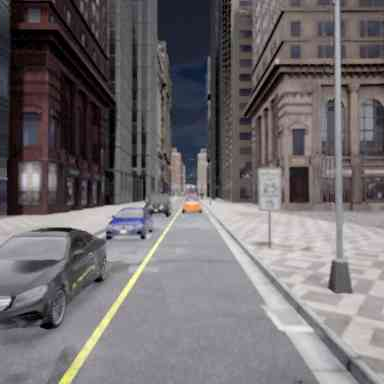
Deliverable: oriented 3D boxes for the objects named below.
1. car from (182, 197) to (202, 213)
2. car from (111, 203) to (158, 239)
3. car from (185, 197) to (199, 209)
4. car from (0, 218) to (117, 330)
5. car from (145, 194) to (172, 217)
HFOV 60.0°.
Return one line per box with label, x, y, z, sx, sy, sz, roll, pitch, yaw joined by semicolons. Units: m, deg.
car;0.004;1.368;36.832;2.097;1.767;4.553;0;0;0
car;-3.090;1.529;17.301;1.812;1.442;4.674;0;0;0
car;0.011;1.508;47.782;1.882;1.535;5.008;0;0;0
car;-3.094;1.527;7.056;1.812;1.442;4.674;0;0;0
car;-3.078;1.234;31.441;2.150;2.045;5.566;0;0;0
